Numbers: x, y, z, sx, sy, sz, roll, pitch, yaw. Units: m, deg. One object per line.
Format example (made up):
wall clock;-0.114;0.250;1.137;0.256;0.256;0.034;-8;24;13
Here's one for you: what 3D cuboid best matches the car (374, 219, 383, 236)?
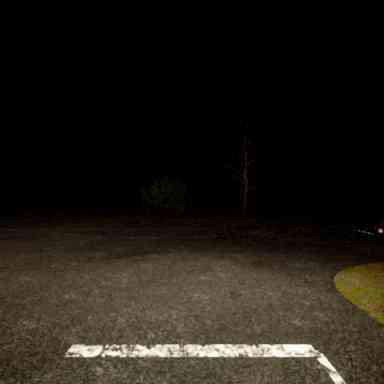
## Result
car;10.746;1.579;14.981;4.674;1.442;1.812;0;0;-2
